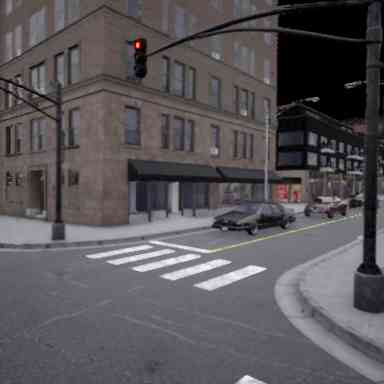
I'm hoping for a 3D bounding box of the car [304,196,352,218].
[{"bbox_3d":[9.842,1.008,24.274,1.812,1.442,4.674,2,2,41],"label":"car"}]

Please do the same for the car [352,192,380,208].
[{"bbox_3d":[16.597,0.791,32.019,1.882,1.535,5.008,2,2,41],"label":"car"}]

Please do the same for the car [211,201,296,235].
[{"bbox_3d":[3.279,1.196,16.678,2.033,1.411,5.357,2,2,44],"label":"car"}]
